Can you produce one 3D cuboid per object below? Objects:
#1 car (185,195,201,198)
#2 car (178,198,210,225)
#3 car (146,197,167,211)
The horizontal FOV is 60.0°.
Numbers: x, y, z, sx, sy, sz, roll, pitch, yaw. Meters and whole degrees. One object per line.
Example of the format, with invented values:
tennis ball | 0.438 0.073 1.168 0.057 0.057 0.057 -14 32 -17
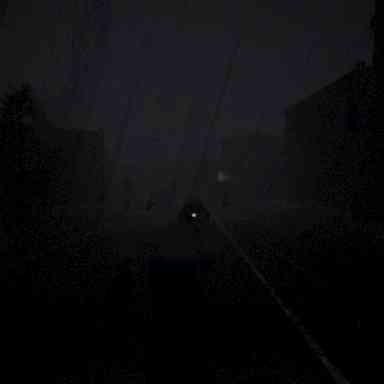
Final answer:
car | 0.119 1.048 40.525 1.882 1.535 5.008 0 1 0
car | 0.112 1.359 22.120 1.994 1.385 4.181 0 1 0
car | -3.580 1.200 34.708 2.033 1.411 5.357 0 1 0
